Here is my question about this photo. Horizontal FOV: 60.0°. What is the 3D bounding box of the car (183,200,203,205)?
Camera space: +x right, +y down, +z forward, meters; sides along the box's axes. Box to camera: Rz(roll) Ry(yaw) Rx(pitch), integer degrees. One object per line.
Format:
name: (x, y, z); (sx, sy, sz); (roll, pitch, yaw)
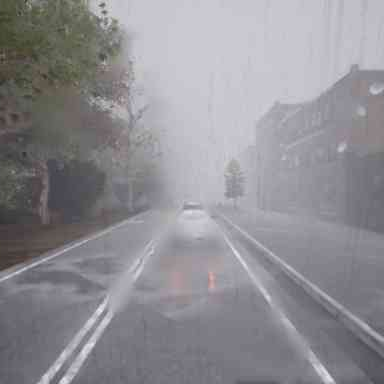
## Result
car: (0.103, 1.512, 31.983); (1.812, 1.442, 4.674); (0, 0, 0)

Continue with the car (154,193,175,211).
car: (-3.345, 1.204, 41.355); (2.150, 2.045, 5.566); (0, 0, 0)

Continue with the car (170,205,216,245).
car: (0.102, 1.522, 15.282); (1.812, 1.442, 4.674); (0, 0, 0)
